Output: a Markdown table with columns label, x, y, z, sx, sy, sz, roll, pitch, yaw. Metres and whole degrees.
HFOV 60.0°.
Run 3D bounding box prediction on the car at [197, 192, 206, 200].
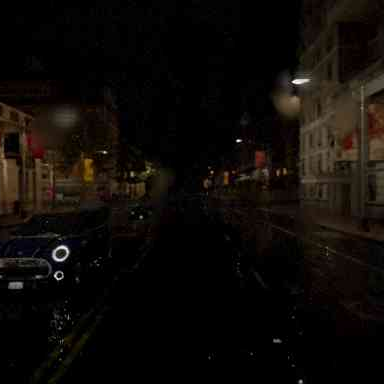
| label | x | y | z | sx | sy | sz | roll | pitch | yaw |
| --- | --- | --- | --- | --- | --- | --- | --- | --- | --- |
| car | 2.445 | 0.894 | 83.982 | 2.097 | 1.767 | 4.553 | 0 | 0 | -1 |

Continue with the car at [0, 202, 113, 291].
| label | x | y | z | sx | sy | sz | roll | pitch | yaw |
| --- | --- | --- | --- | --- | --- | --- | --- | --- | --- |
| car | -3.640 | 1.333 | 9.088 | 2.097 | 1.767 | 4.553 | 0 | 0 | 0 |

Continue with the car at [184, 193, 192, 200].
| label | x | y | z | sx | sy | sz | roll | pitch | yaw |
| --- | --- | --- | --- | --- | --- | --- | --- | --- | --- |
| car | -1.054 | 1.080 | 83.929 | 1.812 | 1.442 | 4.674 | 0 | 0 | -1 |

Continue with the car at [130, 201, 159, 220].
| label | x | y | z | sx | sy | sz | roll | pitch | yaw |
| --- | --- | --- | --- | --- | --- | --- | --- | --- | --- |
| car | -3.747 | 1.454 | 27.121 | 2.033 | 1.411 | 5.357 | 0 | 0 | 0 |
